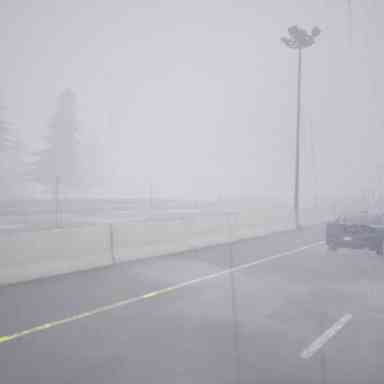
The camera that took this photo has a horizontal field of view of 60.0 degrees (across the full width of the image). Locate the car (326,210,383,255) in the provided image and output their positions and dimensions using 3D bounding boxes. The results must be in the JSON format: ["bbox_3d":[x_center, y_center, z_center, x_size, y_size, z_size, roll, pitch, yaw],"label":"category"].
[{"bbox_3d":[7.109,1.489,13.557,1.882,1.535,5.008,1,1,41],"label":"car"}]

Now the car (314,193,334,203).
[{"bbox_3d":[27.109,1.261,68.222,2.150,2.045,5.566,1,0,41],"label":"car"}]

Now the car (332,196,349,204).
[{"bbox_3d":[29.753,1.626,65.937,2.033,1.411,5.357,1,0,41],"label":"car"}]
